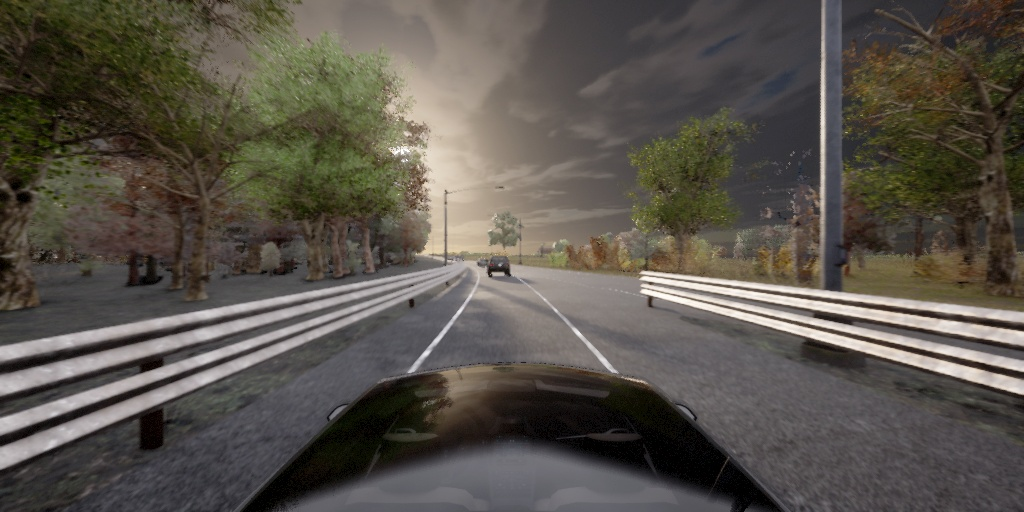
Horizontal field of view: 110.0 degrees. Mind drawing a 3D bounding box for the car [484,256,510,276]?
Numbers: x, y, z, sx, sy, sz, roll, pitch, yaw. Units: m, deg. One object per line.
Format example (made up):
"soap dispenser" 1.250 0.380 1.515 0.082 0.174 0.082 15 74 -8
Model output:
"car" -1.443 0.977 36.751 2.150 2.045 5.566 0 0 -6
